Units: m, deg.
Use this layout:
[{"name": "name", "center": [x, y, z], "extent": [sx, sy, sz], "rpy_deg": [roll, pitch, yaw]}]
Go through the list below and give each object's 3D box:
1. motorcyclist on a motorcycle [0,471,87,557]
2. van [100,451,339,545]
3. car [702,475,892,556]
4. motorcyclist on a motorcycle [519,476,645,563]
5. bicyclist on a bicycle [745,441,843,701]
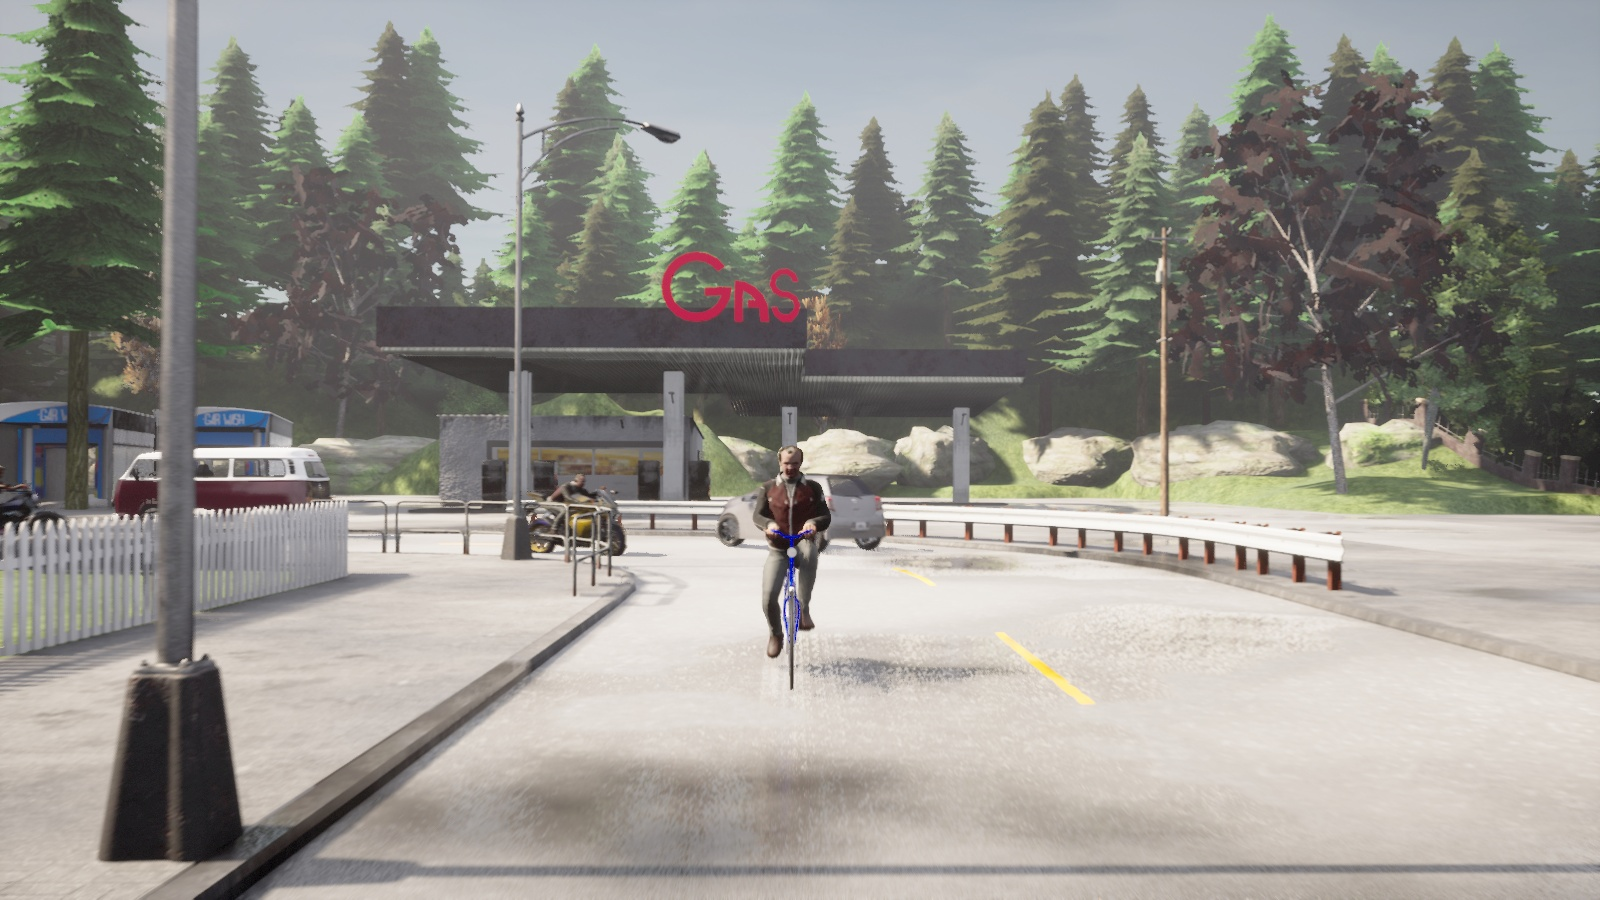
[{"name": "motorcyclist on a motorcycle", "center": [-15.314, 1.236, 24.515], "extent": [2.350, 1.649, 0.766], "rpy_deg": [0, -1, 0]}, {"name": "van", "center": [-13.083, 1.067, 28.520], "extent": [4.480, 2.038, 2.069], "rpy_deg": [0, -1, 0]}, {"name": "car", "center": [-0.118, 1.252, 25.225], "extent": [1.845, 1.501, 3.633], "rpy_deg": [1, -1, -42]}, {"name": "motorcyclist on a motorcycle", "center": [-4.033, 1.254, 23.189], "extent": [2.191, 1.530, 0.866], "rpy_deg": [-1, 0, 26]}, {"name": "bicyclist on a bicycle", "center": [-0.056, 0.844, 9.510], "extent": [0.659, 1.776, 1.843], "rpy_deg": [0, -1, -1]}]
